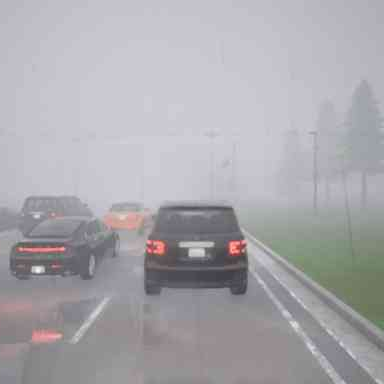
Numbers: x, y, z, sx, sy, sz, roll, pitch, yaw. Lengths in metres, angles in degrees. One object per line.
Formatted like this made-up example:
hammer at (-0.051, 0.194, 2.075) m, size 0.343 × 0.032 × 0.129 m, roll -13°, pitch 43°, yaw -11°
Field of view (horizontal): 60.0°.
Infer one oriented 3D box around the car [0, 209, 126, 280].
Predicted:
car at (-3.452, 1.487, 9.882) m, size 1.837 × 1.490 × 4.892 m, roll 0°, pitch 0°, yaw 0°

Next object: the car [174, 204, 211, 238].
car at (0.023, 1.493, 18.375) m, size 1.812 × 1.442 × 4.674 m, roll 0°, pitch 0°, yaw 0°

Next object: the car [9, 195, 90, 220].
car at (-6.972, 1.190, 17.599) m, size 2.150 × 2.045 × 5.566 m, roll 0°, pitch 0°, yaw 0°

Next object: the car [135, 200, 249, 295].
car at (0.070, 1.205, 8.794) m, size 2.150 × 2.045 × 5.566 m, roll 0°, pitch 0°, yaw 0°

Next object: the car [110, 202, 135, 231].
car at (-3.479, 1.318, 18.713) m, size 2.097 × 1.767 × 4.553 m, roll 0°, pitch 0°, yaw 0°

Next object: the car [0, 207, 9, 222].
car at (-10.475, 1.515, 17.779) m, size 2.033 × 1.411 × 5.357 m, roll 0°, pitch 0°, yaw 0°
